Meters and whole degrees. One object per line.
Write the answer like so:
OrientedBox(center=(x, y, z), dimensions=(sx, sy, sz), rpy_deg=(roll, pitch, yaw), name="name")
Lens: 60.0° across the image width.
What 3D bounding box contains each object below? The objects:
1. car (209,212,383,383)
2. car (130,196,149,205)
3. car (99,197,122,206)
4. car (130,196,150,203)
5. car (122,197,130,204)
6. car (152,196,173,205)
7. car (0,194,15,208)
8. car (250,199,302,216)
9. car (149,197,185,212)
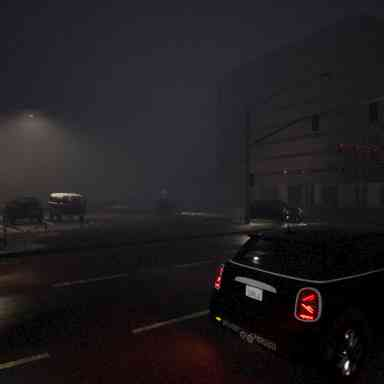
OrientedBox(center=(2.554, 1.352, 5.625), dimensions=(4.553, 1.767, 2.097), rpy_deg=(0, 0, -35), name="car")
OrientedBox(center=(-8.966, 1.581, 60.823), dimensions=(1.812, 1.442, 4.674), rpy_deg=(0, 0, -36), name="car")
OrientedBox(center=(-13.897, 1.656, 55.430), dimensions=(1.895, 1.301, 4.718), rpy_deg=(0, 0, -35), name="car")
OrientedBox(center=(-10.986, 1.601, 69.677), dimensions=(2.033, 1.411, 5.357), rpy_deg=(0, 0, -35), name="car")
OrientedBox(center=(-14.023, 1.619, 67.943), dimensions=(1.994, 1.385, 4.181), rpy_deg=(0, 0, -35), name="car")
OrientedBox(center=(-5.472, 1.581, 61.948), dimensions=(1.812, 1.442, 4.674), rpy_deg=(0, 0, -35), name="car")
OrientedBox(center=(-31.779, 1.209, 56.421), dimensions=(1.932, 1.855, 4.605), rpy_deg=(0, 0, -35), name="car")
OrientedBox(center=(6.518, 1.405, 26.184), dimensions=(2.097, 1.767, 4.553), rpy_deg=(0, 0, -32), name="car")
OrientedBox(center=(-2.714, 1.548, 39.602), dimensions=(2.128, 1.511, 4.902), rpy_deg=(0, 0, -35), name="car")
